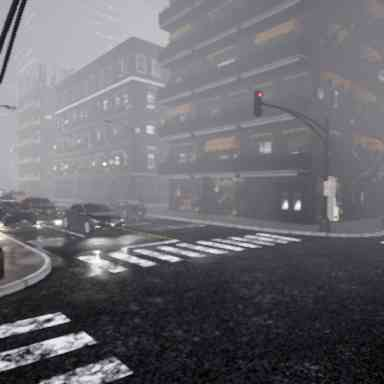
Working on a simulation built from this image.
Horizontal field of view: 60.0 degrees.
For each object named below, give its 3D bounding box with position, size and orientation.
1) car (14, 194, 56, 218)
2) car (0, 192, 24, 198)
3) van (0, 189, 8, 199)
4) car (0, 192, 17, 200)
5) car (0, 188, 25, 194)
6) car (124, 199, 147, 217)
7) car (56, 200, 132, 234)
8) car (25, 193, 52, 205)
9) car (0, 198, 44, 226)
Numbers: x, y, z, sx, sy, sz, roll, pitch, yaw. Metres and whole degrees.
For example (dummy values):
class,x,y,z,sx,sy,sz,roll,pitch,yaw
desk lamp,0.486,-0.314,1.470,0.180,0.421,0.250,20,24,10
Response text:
class,x,y,z,sx,sy,sz,roll,pitch,yaw
car,-11.671,1.171,25.252,1.837,1.490,4.892,0,1,-41
car,-18.435,1.025,33.040,1.812,1.442,4.674,0,1,-41
van,-34.454,0.320,59.833,1.690,1.788,3.998,0,1,-41
car,-30.828,0.653,55.596,1.802,1.307,4.206,0,1,-41
car,-22.050,0.699,41.675,2.097,1.767,4.553,0,1,-41
car,-5.223,1.261,26.093,2.008,1.369,4.403,0,1,-41
car,-5.446,1.323,18.099,1.837,1.490,4.892,0,1,-41
car,-19.875,0.894,42.934,1.887,1.381,4.507,0,1,-41
car,-11.169,1.296,20.920,1.947,1.339,4.313,0,1,-41
